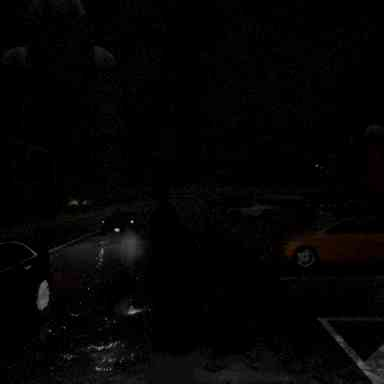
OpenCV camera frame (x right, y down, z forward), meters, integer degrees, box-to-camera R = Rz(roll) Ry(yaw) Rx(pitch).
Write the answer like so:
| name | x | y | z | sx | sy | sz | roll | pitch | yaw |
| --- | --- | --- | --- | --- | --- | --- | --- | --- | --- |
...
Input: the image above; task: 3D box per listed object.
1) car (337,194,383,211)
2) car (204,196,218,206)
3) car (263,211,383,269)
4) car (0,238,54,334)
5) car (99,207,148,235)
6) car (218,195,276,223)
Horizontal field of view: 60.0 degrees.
| name | x | y | z | sx | sy | sz | roll | pitch | yaw |
| --- | --- | --- | --- | --- | --- | --- | --- | --- | --- |
| car | 17.305 | 1.146 | 33.876 | 4.605 | 1.855 | 1.932 | 0 | 0 | 0 |
| car | 4.096 | 1.268 | 47.935 | 4.611 | 1.667 | 2.242 | 0 | 0 | 0 |
| car | 4.544 | 1.456 | 10.245 | 4.193 | 1.474 | 1.816 | 0 | 0 | 0 |
| car | -3.608 | 1.488 | 4.673 | 1.837 | 1.490 | 4.892 | 0 | 0 | 0 |
| car | -3.631 | 1.524 | 18.363 | 1.895 | 1.301 | 4.718 | 0 | 0 | 0 |
| car | 4.019 | 1.206 | 23.728 | 3.866 | 1.878 | 1.905 | 0 | 0 | 0 |
